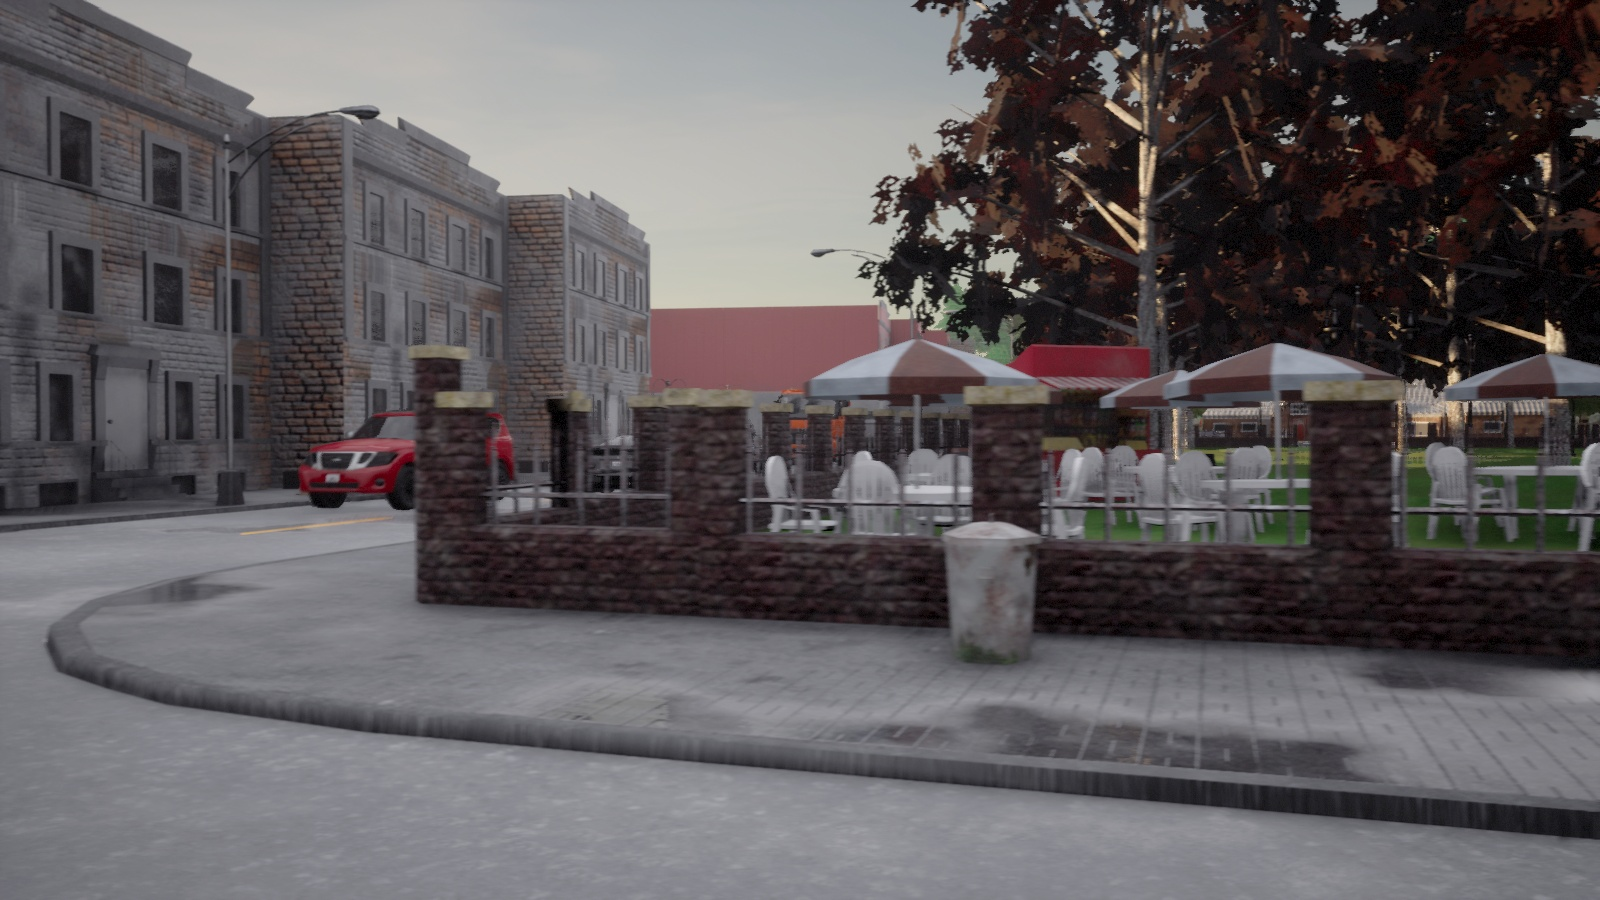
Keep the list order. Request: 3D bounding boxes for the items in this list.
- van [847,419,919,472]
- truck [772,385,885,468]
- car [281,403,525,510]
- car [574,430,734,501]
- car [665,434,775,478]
[{"bbox_3d":[3.326,-0.199,49.648,1.775,1.987,4.442,1,1,18],"label":"van"},{"bbox_3d":[1.429,-1.053,56.706,2.891,3.462,7.936,1,1,18],"label":"truck"},{"bbox_3d":[-8.286,0.085,26.949,2.150,2.045,5.566,1,1,18],"label":"car"},{"bbox_3d":[-3.300,0.294,29.341,2.007,1.525,4.514,1,1,18],"label":"car"},{"bbox_3d":[-2.704,0.162,44.069,2.033,1.411,5.357,1,1,18],"label":"car"}]
